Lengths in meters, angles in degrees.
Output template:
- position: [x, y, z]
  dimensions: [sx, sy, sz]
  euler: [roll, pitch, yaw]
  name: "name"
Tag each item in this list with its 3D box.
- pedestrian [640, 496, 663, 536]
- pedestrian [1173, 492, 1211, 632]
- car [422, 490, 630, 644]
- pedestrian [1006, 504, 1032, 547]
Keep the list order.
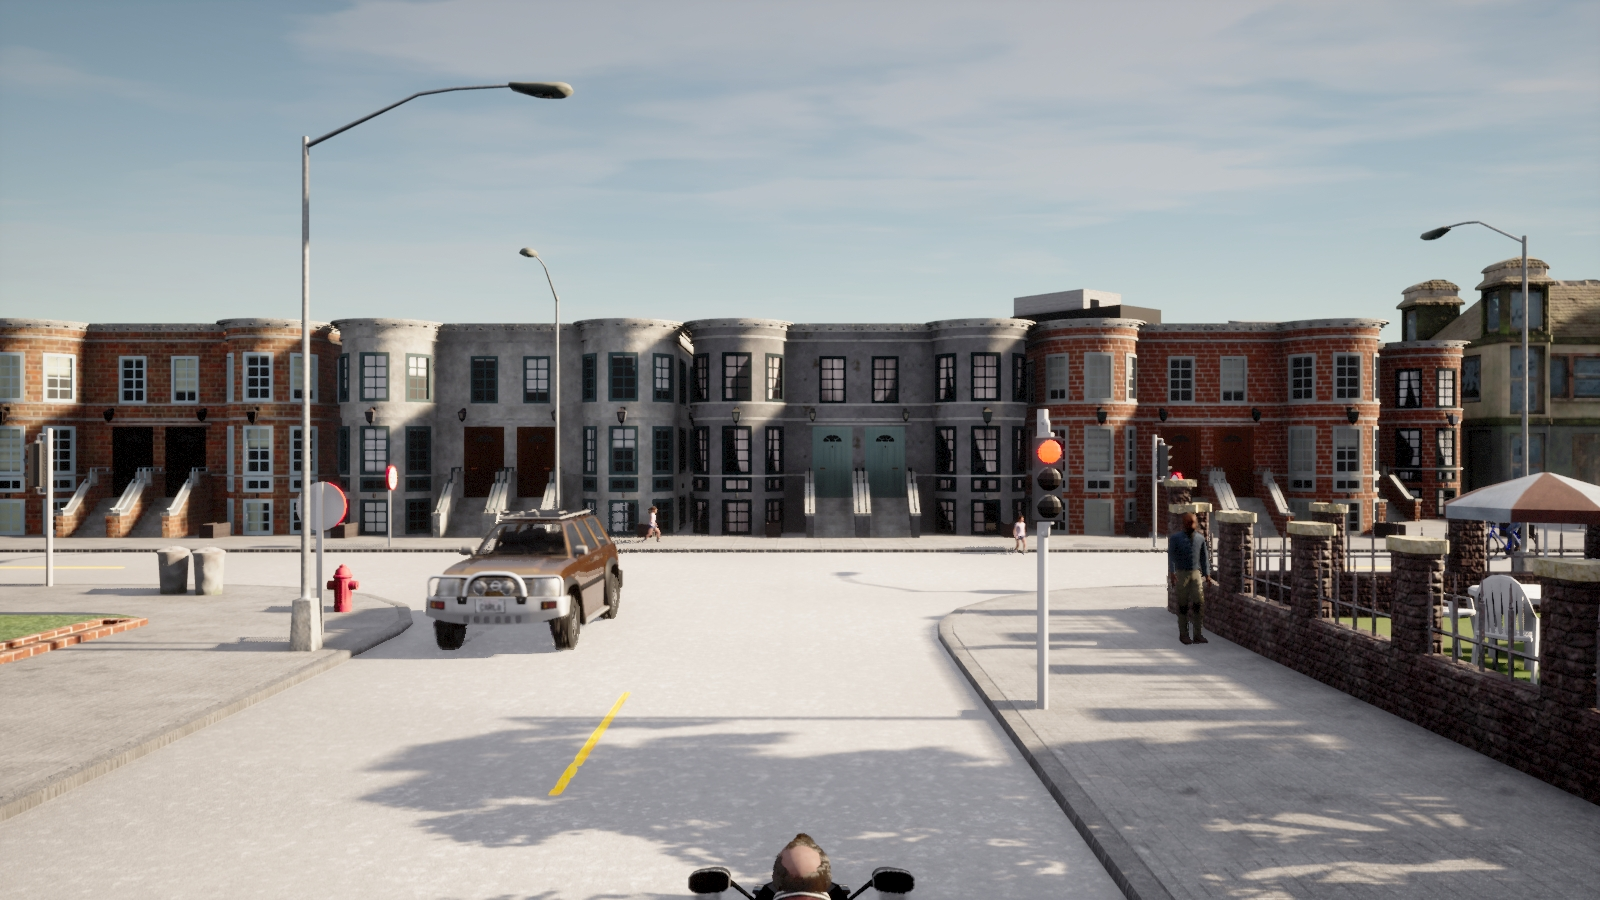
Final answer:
- position: [-4.268, 1.891, 32.881]
  dimensions: [0.500, 1.100, 0.500]
  euler: [0, 0, 12]
  name: "pedestrian"
- position: [5.318, 1.509, 15.519]
  dimensions: [0.375, 1.860, 0.375]
  euler: [0, 0, -3]
  name: "pedestrian"
- position: [-3.973, 1.635, 17.449]
  dimensions: [1.932, 1.855, 4.605]
  euler: [0, 0, 2]
  name: "car"
- position: [5.836, 1.996, 30.440]
  dimensions: [0.500, 1.100, 0.500]
  euler: [0, 0, -21]
  name: "pedestrian"
